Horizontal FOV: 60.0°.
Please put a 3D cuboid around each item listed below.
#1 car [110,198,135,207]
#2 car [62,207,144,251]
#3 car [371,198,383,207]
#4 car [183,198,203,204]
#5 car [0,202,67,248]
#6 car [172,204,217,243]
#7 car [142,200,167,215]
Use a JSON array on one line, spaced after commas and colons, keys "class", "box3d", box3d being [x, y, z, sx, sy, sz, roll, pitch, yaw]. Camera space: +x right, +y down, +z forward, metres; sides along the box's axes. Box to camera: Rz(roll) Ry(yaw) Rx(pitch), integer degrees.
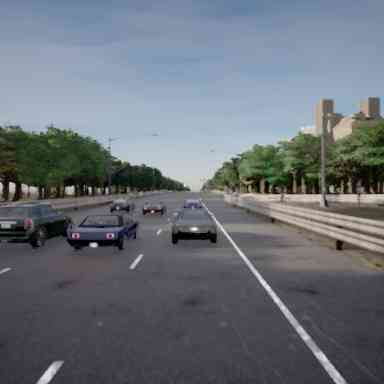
[{"class": "car", "box3d": [-6.908, 1.323, 33.300, 1.812, 1.442, 4.674, 0, 0, 0]}, {"class": "car", "box3d": [-3.403, 1.530, 13.744, 1.895, 1.301, 4.718, 0, 0, 0]}, {"class": "car", "box3d": [22.375, 0.838, 36.184, 1.801, 1.575, 5.366, 0, -1, -35]}, {"class": "car", "box3d": [0.092, 1.324, 33.221, 1.812, 1.442, 4.674, 0, 0, 0]}, {"class": "car", "box3d": [-6.901, 1.276, 14.518, 2.097, 1.767, 4.553, 0, 0, 0]}, {"class": "car", "box3d": [0.097, 1.481, 15.661, 1.994, 1.385, 4.181, 0, 0, 0]}, {"class": "car", "box3d": [-3.404, 1.414, 30.987, 1.895, 1.301, 4.718, 0, 0, 0]}]
